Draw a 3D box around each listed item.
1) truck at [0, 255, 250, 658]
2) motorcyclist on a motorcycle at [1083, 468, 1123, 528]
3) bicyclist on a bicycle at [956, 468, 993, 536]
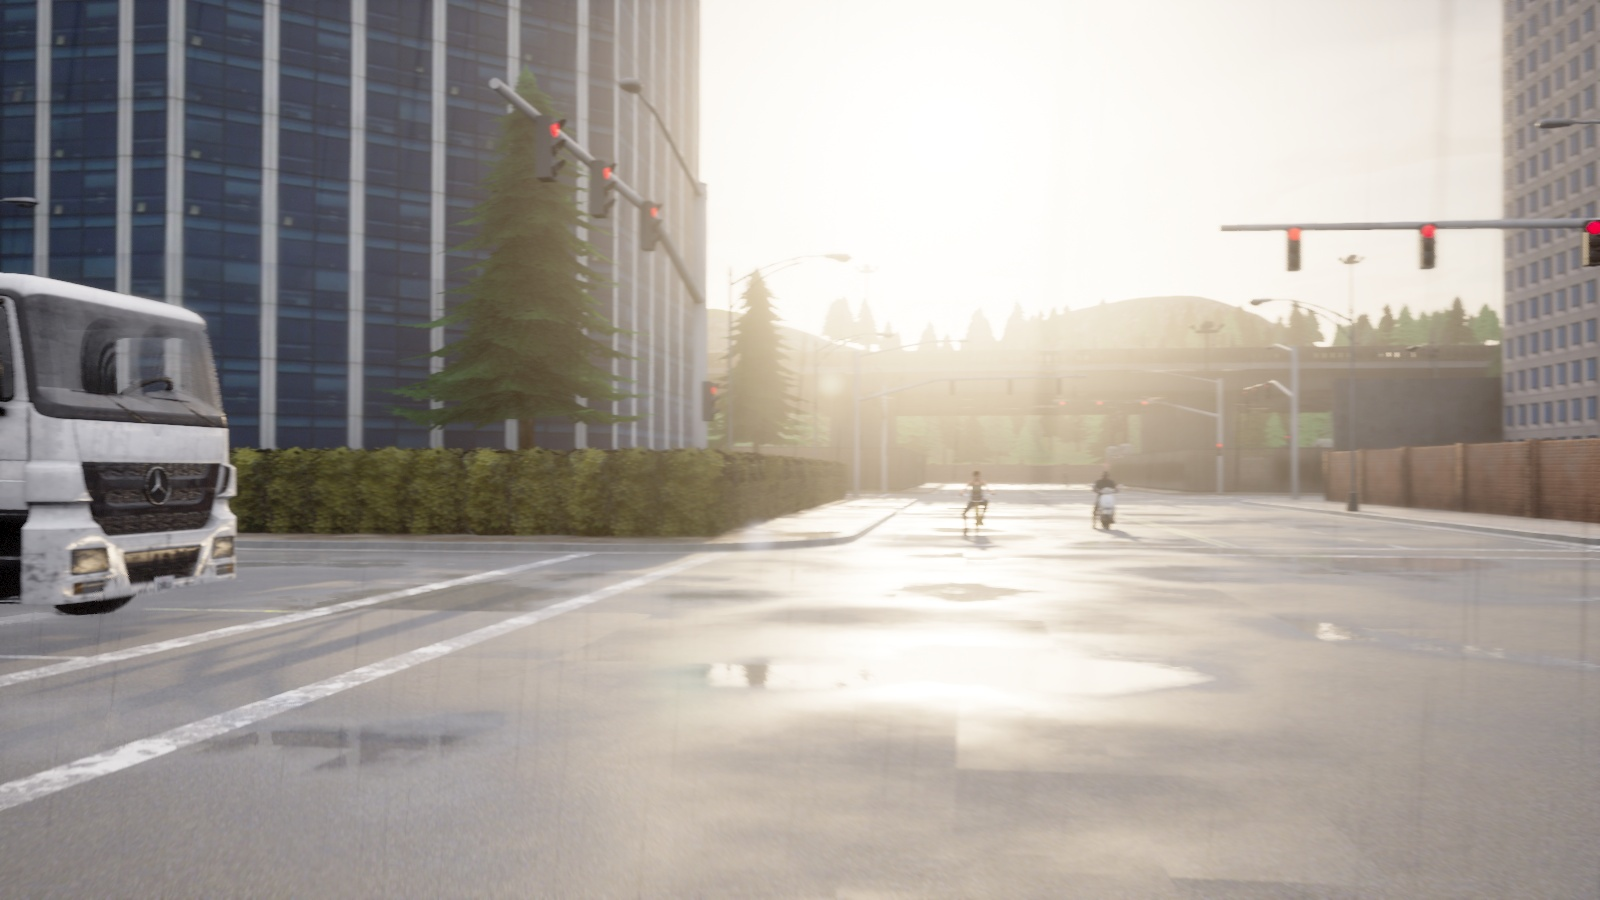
[{"bbox_3d":[-10.096,0.104,12.703,7.936,3.462,2.891,0,-1,7],"label":"truck"},{"bbox_3d":[8.237,1.296,34.201,0.866,1.590,1.817,0,-1,7],"label":"motorcyclist on a motorcycle"},{"bbox_3d":[4.237,1.240,30.532,0.866,1.612,1.509,0,-1,8],"label":"bicyclist on a bicycle"}]
